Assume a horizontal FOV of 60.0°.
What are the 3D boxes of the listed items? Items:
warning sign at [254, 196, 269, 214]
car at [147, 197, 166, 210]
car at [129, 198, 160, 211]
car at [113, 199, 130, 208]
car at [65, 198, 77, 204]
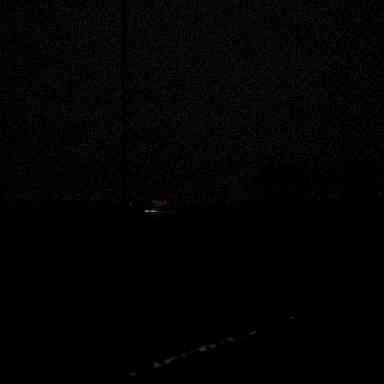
[{"bbox_3d":[7.682,1.429,36.729,1.300,1.860,1.060,2,-1,-36],"label":"warning sign"},{"bbox_3d":[-6.118,1.724,51.538,2.150,2.045,5.566,1,-1,-35],"label":"car"},{"bbox_3d":[-6.823,1.974,47.637,1.994,1.385,4.181,1,-2,-36],"label":"car"},{"bbox_3d":[-12.670,1.987,60.456,2.097,1.767,4.553,1,-2,-36],"label":"car"},{"bbox_3d":[-32.408,2.455,89.157,2.097,1.767,4.553,1,-2,-36],"label":"car"}]
